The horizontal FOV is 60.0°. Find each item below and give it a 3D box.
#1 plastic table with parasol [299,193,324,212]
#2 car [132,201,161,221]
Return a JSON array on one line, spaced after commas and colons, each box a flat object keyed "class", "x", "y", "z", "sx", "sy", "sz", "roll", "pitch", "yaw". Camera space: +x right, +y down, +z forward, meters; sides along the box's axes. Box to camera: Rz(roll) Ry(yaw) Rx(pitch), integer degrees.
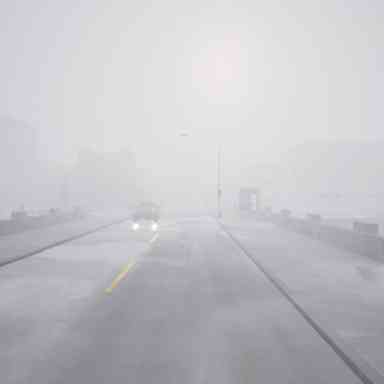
[{"class": "plastic table with parasol", "x": 15.924, "y": 1.334, "z": 44.404, "sx": 2.482, "sy": 2.480, "sz": 2.482, "roll": 0, "pitch": -1, "yaw": 0}, {"class": "car", "x": -3.999, "y": 1.623, "z": 29.662, "sx": 2.097, "sy": 1.767, "sz": 4.553, "roll": 0, "pitch": 0, "yaw": 0}]
